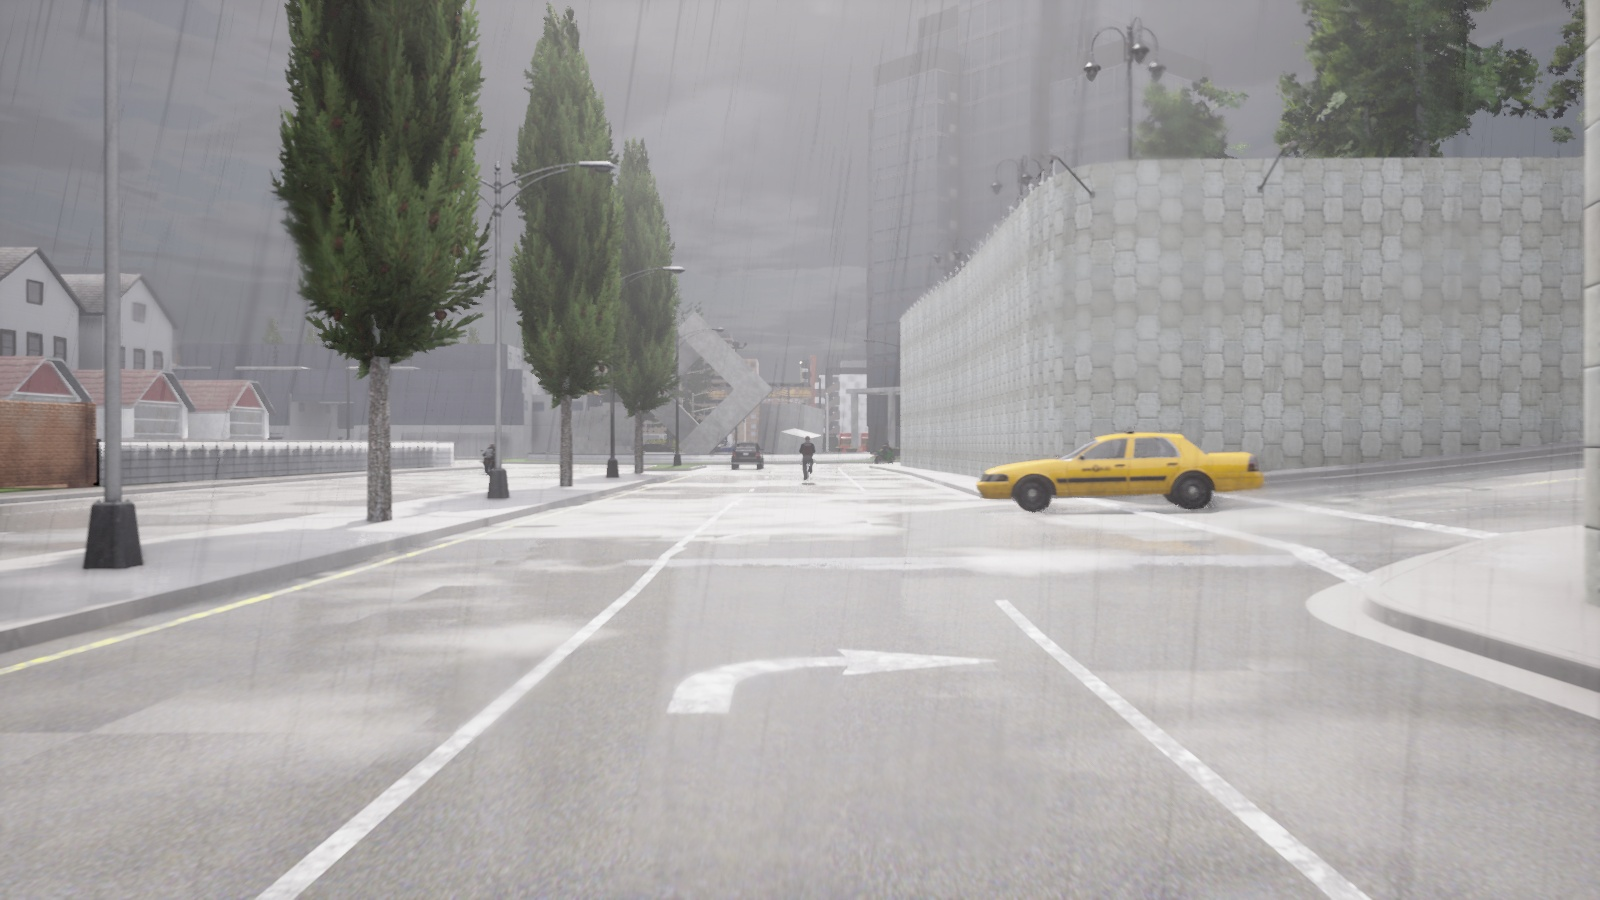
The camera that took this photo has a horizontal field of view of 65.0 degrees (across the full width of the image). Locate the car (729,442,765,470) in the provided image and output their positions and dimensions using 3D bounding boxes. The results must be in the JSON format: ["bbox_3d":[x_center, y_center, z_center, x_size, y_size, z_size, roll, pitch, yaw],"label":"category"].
[{"bbox_3d":[-2.982,0.319,71.664,1.789,1.549,3.705,0,0,2],"label":"car"}]

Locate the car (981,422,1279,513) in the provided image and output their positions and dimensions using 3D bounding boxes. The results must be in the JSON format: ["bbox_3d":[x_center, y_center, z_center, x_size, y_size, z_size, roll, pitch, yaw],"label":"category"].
[{"bbox_3d":[6.254,0.339,24.335,5.366,1.575,1.801,-1,0,9],"label":"car"}]

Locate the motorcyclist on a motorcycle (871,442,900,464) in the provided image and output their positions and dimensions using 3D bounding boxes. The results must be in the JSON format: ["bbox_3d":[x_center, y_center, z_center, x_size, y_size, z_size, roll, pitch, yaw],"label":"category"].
[{"bbox_3d":[6.030,0.236,88.195,2.044,1.523,0.797,0,0,-41],"label":"motorcyclist on a motorcycle"}]

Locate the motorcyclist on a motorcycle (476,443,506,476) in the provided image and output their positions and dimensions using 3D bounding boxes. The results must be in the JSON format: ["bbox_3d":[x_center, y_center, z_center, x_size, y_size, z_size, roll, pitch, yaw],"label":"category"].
[{"bbox_3d":[-14.648,0.434,59.589,0.866,1.530,2.191,0,0,0],"label":"motorcyclist on a motorcycle"}]
